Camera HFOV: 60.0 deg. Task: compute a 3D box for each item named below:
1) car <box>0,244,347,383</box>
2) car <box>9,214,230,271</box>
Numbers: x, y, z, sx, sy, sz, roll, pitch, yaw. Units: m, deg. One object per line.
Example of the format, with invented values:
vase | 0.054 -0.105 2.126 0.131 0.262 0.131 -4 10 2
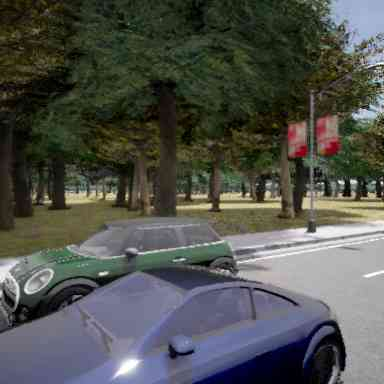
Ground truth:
car | -0.255 1.565 3.503 4.181 1.385 1.994 0 0 -35
car | -1.255 1.353 6.781 4.553 1.767 2.097 0 0 -36
